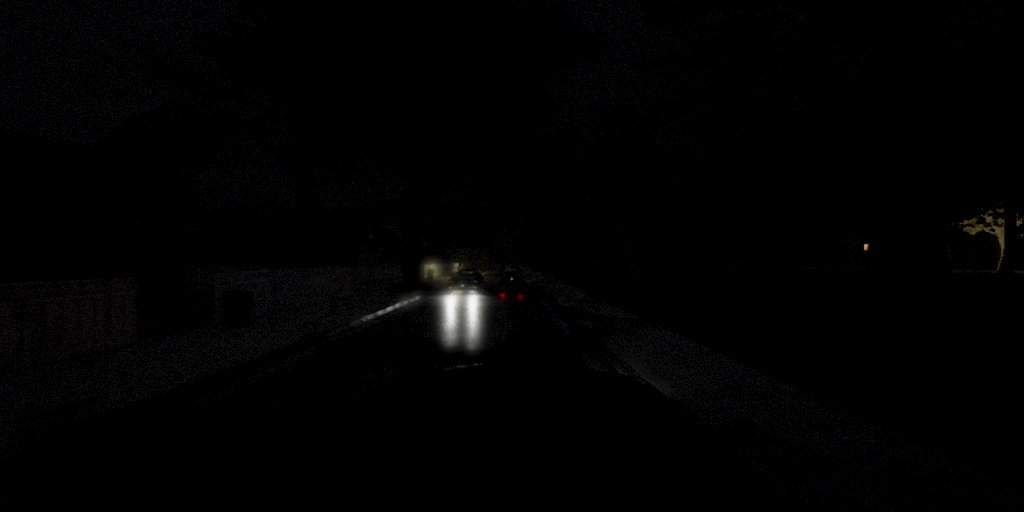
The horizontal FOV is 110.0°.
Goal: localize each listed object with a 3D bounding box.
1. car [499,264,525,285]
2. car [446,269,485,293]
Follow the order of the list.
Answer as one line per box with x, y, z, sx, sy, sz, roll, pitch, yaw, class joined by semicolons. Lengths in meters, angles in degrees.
-0.004;1.531;28.974;1.812;1.442;4.674;0;-1;0;car
-2.759;1.497;22.069;1.994;1.385;4.181;0;-1;0;car
